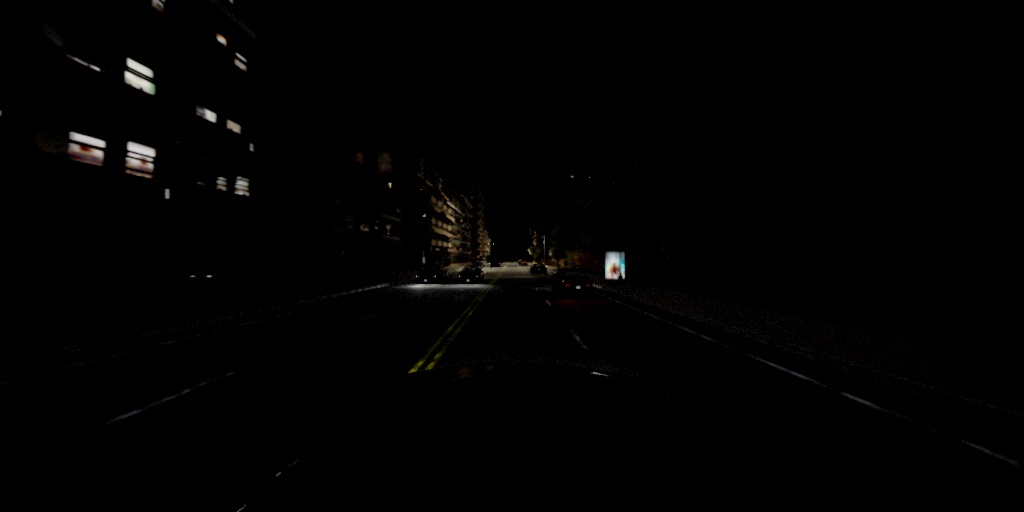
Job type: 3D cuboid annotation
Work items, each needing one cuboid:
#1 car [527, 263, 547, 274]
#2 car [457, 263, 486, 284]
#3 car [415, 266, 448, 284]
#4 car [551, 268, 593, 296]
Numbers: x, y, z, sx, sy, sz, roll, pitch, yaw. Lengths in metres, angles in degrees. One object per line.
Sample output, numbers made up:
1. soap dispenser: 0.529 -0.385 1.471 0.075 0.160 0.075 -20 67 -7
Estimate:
1. car: 3.361 1.641 46.335 1.994 1.385 4.181 0 0 0
2. car: -3.339 1.504 29.959 2.033 1.411 5.357 0 0 0
3. car: -6.589 1.504 29.995 2.033 1.411 5.357 0 0 0
4. car: 3.355 1.412 20.460 1.812 1.442 4.674 0 0 0
